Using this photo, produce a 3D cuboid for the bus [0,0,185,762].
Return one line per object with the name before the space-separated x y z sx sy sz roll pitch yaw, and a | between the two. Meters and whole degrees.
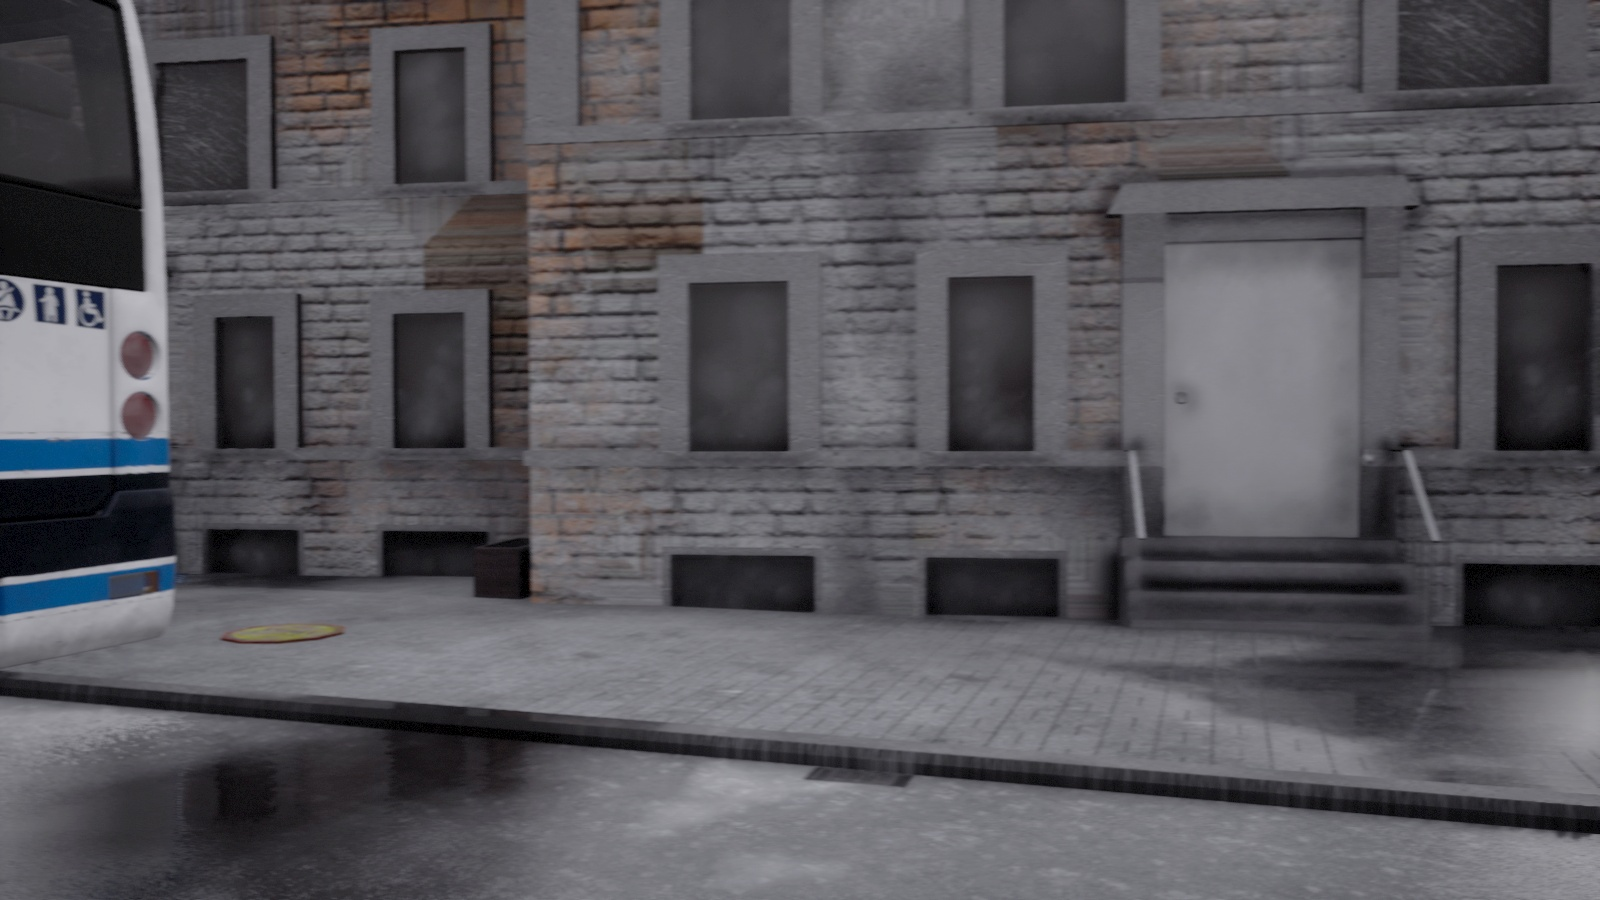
bus | -8.895 -0.691 6.692 10.273 4.253 3.944 1 1 19
